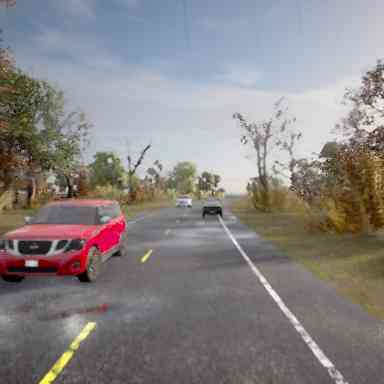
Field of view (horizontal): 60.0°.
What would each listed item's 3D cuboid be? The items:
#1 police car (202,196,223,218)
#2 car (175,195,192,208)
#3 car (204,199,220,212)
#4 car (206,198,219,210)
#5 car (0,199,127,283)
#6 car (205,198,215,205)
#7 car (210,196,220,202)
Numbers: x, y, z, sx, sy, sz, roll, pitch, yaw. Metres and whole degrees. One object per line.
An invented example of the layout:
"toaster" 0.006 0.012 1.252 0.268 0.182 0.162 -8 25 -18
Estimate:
"police car" 1.939 1.537 31.987 1.930 1.638 5.238 0 0 3
"car" -1.317 1.430 51.553 2.150 2.045 5.566 0 0 5
"car" 2.543 1.635 41.814 1.882 1.535 5.008 0 0 4
"car" 2.985 1.665 47.771 1.882 1.535 5.008 0 0 5
"car" -3.474 1.249 10.088 2.150 2.045 5.566 0 -1 1
"car" 3.561 1.838 65.807 1.812 1.442 4.674 0 0 6
"car" 5.800 1.804 84.159 2.128 1.511 4.902 0 -1 8
